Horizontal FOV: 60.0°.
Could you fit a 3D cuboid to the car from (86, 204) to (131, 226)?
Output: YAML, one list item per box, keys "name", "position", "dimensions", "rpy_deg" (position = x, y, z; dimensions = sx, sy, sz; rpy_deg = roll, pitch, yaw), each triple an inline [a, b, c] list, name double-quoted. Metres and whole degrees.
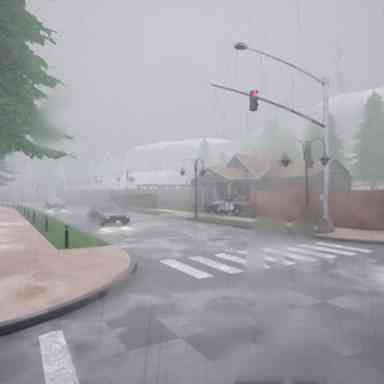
- name: "car"
  position: [-6.040, 1.528, 23.485]
  dimensions: [2.033, 1.411, 5.357]
  rpy_deg: [0, 0, -30]

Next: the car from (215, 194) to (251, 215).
- name: "car"
  position: [4.771, 1.146, 30.624]
  dimensions: [4.605, 1.855, 1.932]
  rpy_deg: [0, 0, -31]

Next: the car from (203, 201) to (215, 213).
- name: "car"
  position: [3.160, 1.148, 32.593]
  dimensions: [3.866, 1.878, 1.905]
  rpy_deg: [0, 0, -31]

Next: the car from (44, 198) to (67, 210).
- name: "car"
  position: [-17.753, 1.505, 43.138]
  dimensions: [1.812, 1.442, 4.674]
  rpy_deg: [0, 0, -32]
